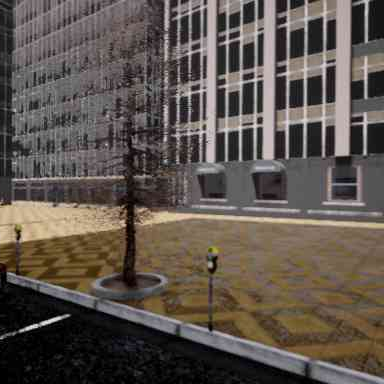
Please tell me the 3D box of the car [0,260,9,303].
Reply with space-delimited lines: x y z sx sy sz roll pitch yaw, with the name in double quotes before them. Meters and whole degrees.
"car" -5.396 1.563 6.712 4.313 1.339 1.947 0 1 35
